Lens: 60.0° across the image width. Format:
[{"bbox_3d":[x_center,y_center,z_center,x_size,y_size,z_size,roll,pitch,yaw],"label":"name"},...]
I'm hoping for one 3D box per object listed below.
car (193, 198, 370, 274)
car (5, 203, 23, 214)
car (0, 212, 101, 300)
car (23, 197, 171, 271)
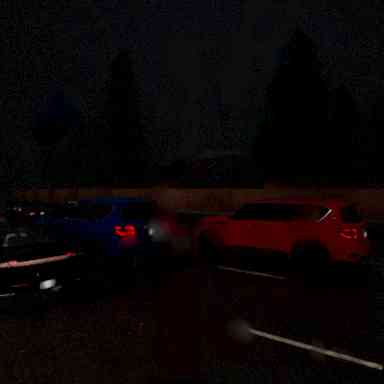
[{"bbox_3d":[2.658,1.218,10.823,5.566,2.045,2.150,1,1,38],"label":"car"},{"bbox_3d":[-11.460,1.428,23.293,2.033,1.411,5.357,0,0,-45],"label":"car"},{"bbox_3d":[-4.506,1.450,7.618,4.902,1.511,2.128,1,0,39],"label":"car"},{"bbox_3d":[-3.167,1.181,11.031,5.566,2.045,2.150,1,0,39],"label":"car"}]
